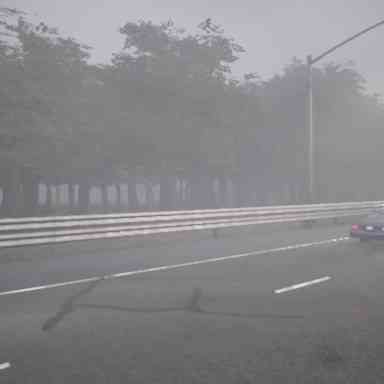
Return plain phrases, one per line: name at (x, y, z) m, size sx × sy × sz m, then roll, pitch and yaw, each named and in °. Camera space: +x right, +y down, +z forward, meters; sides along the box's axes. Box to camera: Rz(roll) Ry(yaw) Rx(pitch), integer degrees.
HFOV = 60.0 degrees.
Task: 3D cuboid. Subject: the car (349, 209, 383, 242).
car at (8.979, 1.445, 14.445) m, size 5.357 × 1.411 × 2.033 m, roll -1°, pitch 0°, yaw -36°
